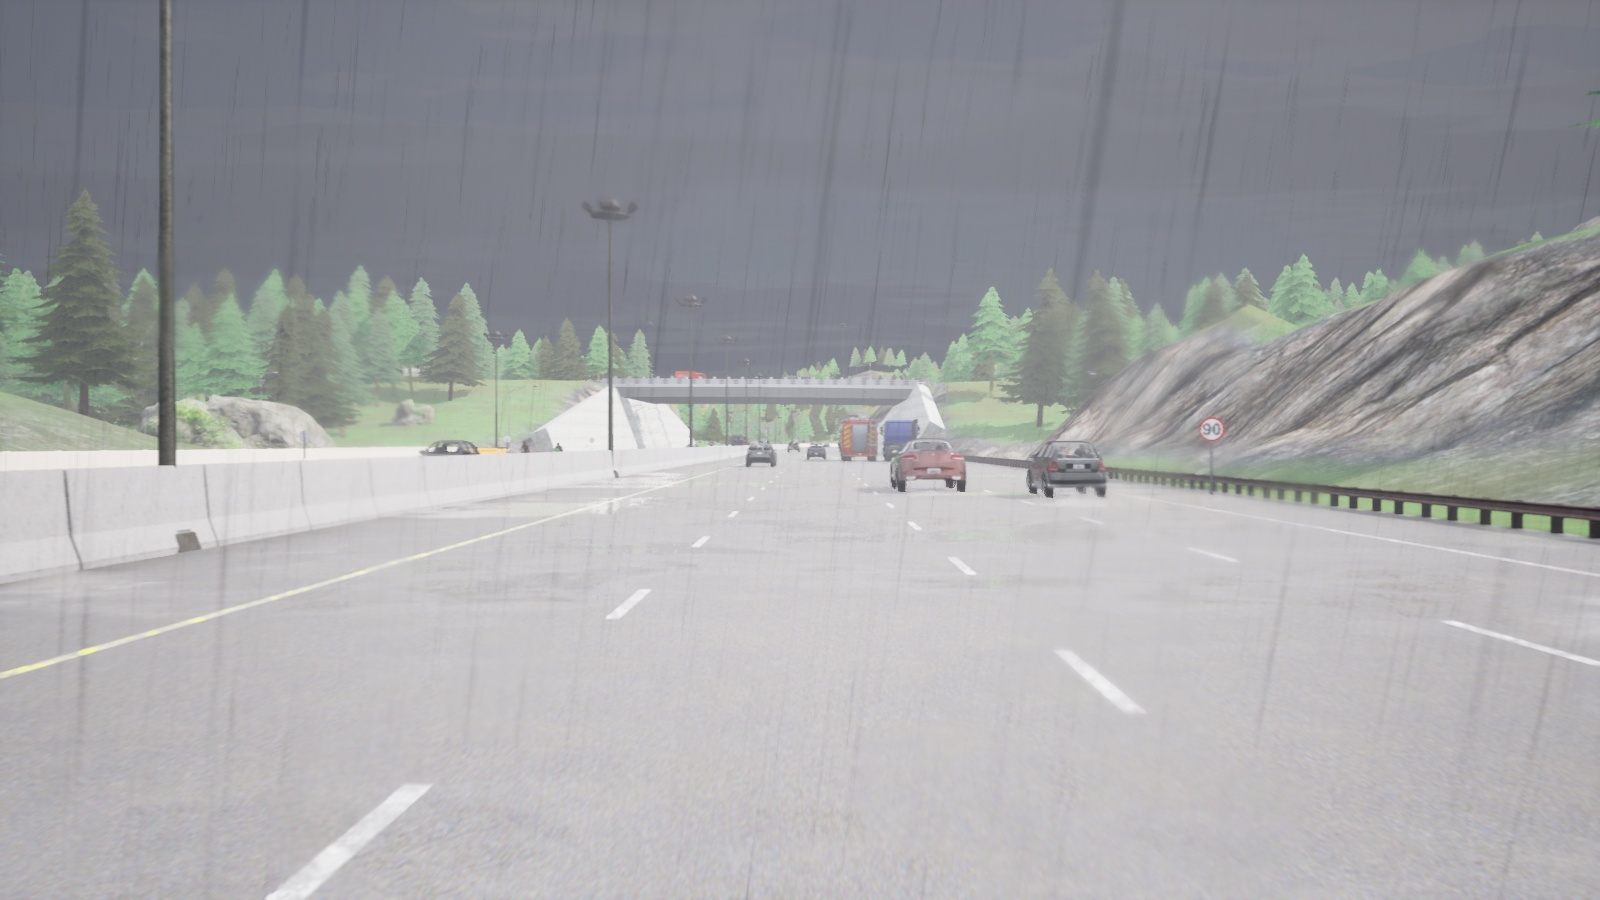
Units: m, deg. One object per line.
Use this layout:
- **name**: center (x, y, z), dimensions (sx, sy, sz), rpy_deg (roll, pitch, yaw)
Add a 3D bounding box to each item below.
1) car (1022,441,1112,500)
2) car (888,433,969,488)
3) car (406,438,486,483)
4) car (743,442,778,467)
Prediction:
- **car**: center (7.459, 0.534, 35.448), dimensions (1.789, 1.549, 3.705), rpy_deg (0, 1, 1)
- **car**: center (4.018, 0.303, 40.111), dimensions (2.152, 1.651, 5.027), rpy_deg (0, 0, 1)
- **car**: center (-13.389, 0.364, 47.699), dimensions (1.851, 1.617, 3.988), rpy_deg (0, 0, 1)
- **car**: center (-2.489, 0.243, 79.551), dimensions (2.007, 1.525, 4.514), rpy_deg (0, 0, 1)
